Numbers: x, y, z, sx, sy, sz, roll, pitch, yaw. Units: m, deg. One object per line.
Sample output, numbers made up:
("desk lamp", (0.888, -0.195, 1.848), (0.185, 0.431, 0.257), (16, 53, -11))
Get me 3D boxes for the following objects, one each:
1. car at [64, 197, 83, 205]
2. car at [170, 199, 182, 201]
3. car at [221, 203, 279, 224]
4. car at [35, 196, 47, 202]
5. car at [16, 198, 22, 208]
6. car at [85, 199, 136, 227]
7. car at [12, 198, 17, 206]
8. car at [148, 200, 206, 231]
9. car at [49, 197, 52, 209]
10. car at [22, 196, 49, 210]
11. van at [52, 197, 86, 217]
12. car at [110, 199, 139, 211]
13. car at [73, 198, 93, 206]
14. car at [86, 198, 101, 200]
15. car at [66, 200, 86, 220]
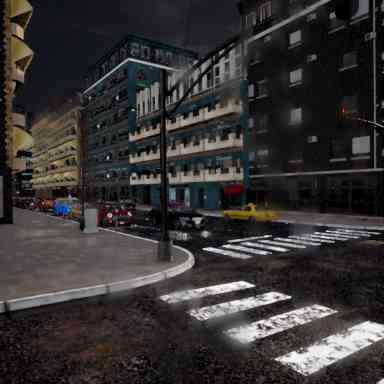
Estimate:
("car", (-21.502, 1.646, 60.333), (2.008, 1.369, 4.403), (-1, 1, -35))
("car", (-2.232, 1.441, 33.291), (1.967, 1.590, 4.097), (-1, 1, -35))
("car", (4.094, 1.498, 24.417), (1.752, 1.417, 4.829), (-1, 1, -35))
("car", (-37.561, 1.729, 82.868), (1.887, 1.381, 4.507), (-1, 1, -35))
("car", (-25.114, 1.770, 50.963), (1.947, 1.339, 4.313), (-1, 1, -35))
("car", (-5.845, 1.553, 23.922), (1.967, 1.590, 4.097), (-1, 1, -35))
("car", (-31.538, 1.783, 59.978), (1.887, 1.381, 4.507), (-1, 1, -35))
("car", (-1.072, 1.553, 21.689), (2.128, 1.511, 4.902), (-1, 0, -35))
("car", (-20.489, 1.514, 49.104), (2.097, 1.767, 4.553), (-1, 0, -35))
("car", (-21.904, 1.628, 46.456), (1.967, 1.590, 4.097), (-1, 1, -35))
("van", (-12.270, 1.483, 32.934), (1.690, 1.788, 3.998), (-1, 1, -35))
("car", (-8.655, 1.582, 42.305), (2.008, 1.369, 4.403), (-1, 1, -35))
("car", (-18.290, 1.644, 55.826), (1.947, 1.339, 4.313), (-1, 1, -35))
("car", (-10.536, 1.669, 34.979), (1.994, 1.385, 4.181), (-1, 0, -35))
("car", (-8.957, 1.652, 28.291), (1.752, 1.417, 4.829), (-1, 1, -35))
